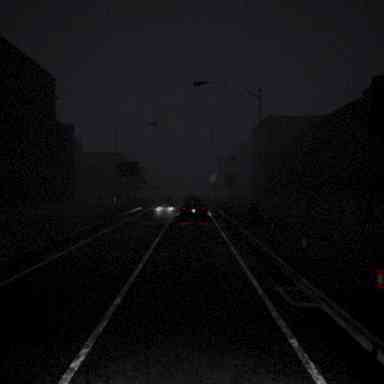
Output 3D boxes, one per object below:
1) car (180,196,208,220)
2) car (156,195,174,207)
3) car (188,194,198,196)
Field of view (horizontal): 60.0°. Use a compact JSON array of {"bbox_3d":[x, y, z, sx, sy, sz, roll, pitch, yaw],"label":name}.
[{"bbox_3d":[0.111,1.221,24.610,1.994,1.385,4.181,0,1,0],"label":"car"},{"bbox_3d":[-3.074,1.055,39.594,2.033,1.411,5.357,0,0,0],"label":"car"},{"bbox_3d":[0.118,1.010,42.227,1.837,1.490,4.892,0,0,0],"label":"car"}]
